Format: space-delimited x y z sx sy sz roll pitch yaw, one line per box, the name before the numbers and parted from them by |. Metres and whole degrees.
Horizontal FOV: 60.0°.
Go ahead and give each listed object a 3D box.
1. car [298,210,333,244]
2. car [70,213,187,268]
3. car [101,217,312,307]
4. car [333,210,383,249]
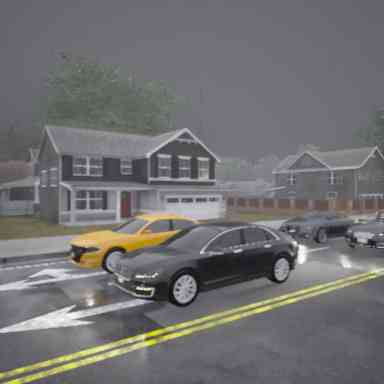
car | 6.163 1.565 16.042 4.181 1.385 1.994 0 0 -35
car | -1.299 1.478 10.743 5.008 1.535 1.882 0 0 -36
car | 0.556 1.505 8.067 4.892 1.490 1.837 0 0 -35
car | 8.190 1.492 13.505 4.902 1.511 2.128 0 0 -35
